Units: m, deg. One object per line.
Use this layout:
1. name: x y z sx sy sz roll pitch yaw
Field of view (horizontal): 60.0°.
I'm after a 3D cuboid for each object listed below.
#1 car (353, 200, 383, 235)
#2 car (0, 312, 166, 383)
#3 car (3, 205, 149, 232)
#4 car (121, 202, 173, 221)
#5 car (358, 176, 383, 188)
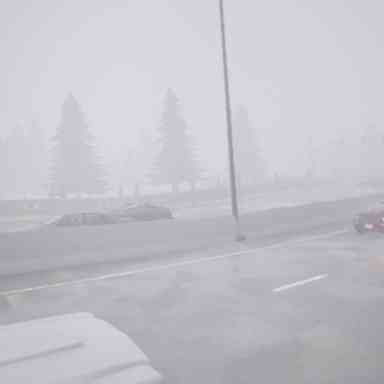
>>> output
1. car: 8.755 1.023 14.285 4.674 1.442 1.812 -4 3 -35
2. car: -2.454 1.599 1.996 4.718 1.301 1.895 0 0 -35
3. car: -4.736 1.504 13.503 5.357 1.411 2.033 -1 1 -36
4. car: -3.402 1.341 18.757 4.902 1.511 2.128 -2 1 -35
5. car: 22.719 -1.264 41.450 4.718 1.301 1.895 -6 4 -35
